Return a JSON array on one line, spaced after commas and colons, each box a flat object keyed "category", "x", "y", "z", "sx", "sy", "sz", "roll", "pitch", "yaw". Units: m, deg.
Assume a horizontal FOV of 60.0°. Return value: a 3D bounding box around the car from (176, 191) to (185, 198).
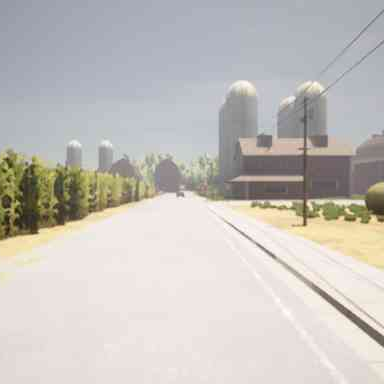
[{"category": "car", "x": -2.721, "y": 0.515, "z": 79.223, "sx": 1.994, "sy": 1.385, "sz": 4.181, "roll": 0, "pitch": 1, "yaw": -2}]
